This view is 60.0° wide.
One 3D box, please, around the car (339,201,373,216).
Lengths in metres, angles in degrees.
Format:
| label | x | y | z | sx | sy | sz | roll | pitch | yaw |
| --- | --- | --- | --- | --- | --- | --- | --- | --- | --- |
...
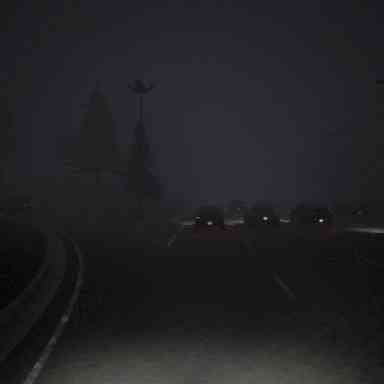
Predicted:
| label | x | y | z | sx | sy | sz | roll | pitch | yaw |
| --- | --- | --- | --- | --- | --- | --- | --- | --- | --- |
| car | 15.607 | 1.659 | 33.005 | 1.895 | 1.301 | 4.718 | 0 | 0 | 2 |

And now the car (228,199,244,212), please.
| label | x | y | z | sx | sy | sz | roll | pitch | yaw |
| --- | --- | --- | --- | --- | --- | --- | --- | --- | --- |
| car | 5.386 | 1.627 | 39.869 | 1.837 | 1.490 | 4.892 | 0 | 0 | 2 |

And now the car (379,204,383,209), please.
| label | x | y | z | sx | sy | sz | roll | pitch | yaw |
| --- | --- | --- | --- | --- | --- | --- | --- | --- | --- |
| car | 11.395 | 1.518 | 16.089 | 1.837 | 1.490 | 4.892 | 0 | 0 | 2 |

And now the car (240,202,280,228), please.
| label | x | y | z | sx | sy | sz | roll | pitch | yaw |
| --- | --- | --- | --- | --- | --- | --- | --- | --- | --- |
| car | 4.668 | 1.628 | 22.754 | 1.994 | 1.385 | 4.181 | 0 | 0 | 2 |

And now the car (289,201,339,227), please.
| label | x | y | z | sx | sy | sz | roll | pitch | yaw |
| --- | --- | --- | --- | --- | --- | --- | --- | --- | --- |
| car | 8.190 | 1.557 | 23.239 | 1.837 | 1.490 | 4.892 | 0 | 0 | 2 |

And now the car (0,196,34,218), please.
| label | x | y | z | sx | sy | sz | roll | pitch | yaw |
| --- | --- | --- | --- | --- | --- | --- | --- | --- | --- |
| car | -18.068 | 1.411 | 33.027 | 5.566 | 2.045 | 2.150 | 0 | -1 | 32 |

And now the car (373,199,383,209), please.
| label | x | y | z | sx | sy | sz | roll | pitch | yaw |
| --- | --- | --- | --- | --- | --- | --- | --- | --- | --- |
| car | 23.516 | 1.583 | 41.517 | 1.812 | 1.442 | 4.674 | 0 | 0 | -39 |

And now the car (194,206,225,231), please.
| label | x | y | z | sx | sy | sz | roll | pitch | yaw |
| --- | --- | --- | --- | --- | --- | --- | --- | --- | --- |
| car | 1.104 | 1.598 | 21.285 | 1.812 | 1.442 | 4.674 | 0 | 0 | 2 |

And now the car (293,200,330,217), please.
| label | x | y | z | sx | sy | sz | roll | pitch | yaw |
| --- | --- | --- | --- | --- | --- | --- | --- | --- | --- |
| car | 12.149 | 1.623 | 34.114 | 2.033 | 1.411 | 5.357 | 0 | 0 | 2 |

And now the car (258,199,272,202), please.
| label | x | y | z | sx | sy | sz | roll | pitch | yaw |
| --- | --- | --- | --- | --- | --- | --- | --- | --- | --- |
| car | 8.910 | 1.637 | 40.726 | 1.812 | 1.442 | 4.674 | 0 | 0 | 2 |
